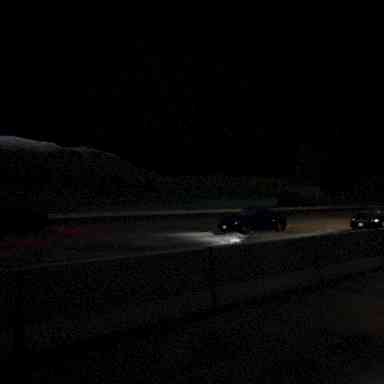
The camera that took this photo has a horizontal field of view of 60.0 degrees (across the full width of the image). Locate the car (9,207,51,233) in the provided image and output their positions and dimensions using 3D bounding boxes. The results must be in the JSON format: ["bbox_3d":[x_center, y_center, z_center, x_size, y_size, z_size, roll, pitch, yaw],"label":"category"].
[{"bbox_3d":[-10.242,1.539,18.167,4.674,1.442,1.812,1,0,-36],"label":"car"}]

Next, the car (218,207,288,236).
[{"bbox_3d":[3.668,1.642,19.485,4.674,1.442,1.812,1,0,-36],"label":"car"}]

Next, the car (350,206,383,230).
[{"bbox_3d":[11.980,1.674,21.066,4.902,1.511,2.128,1,0,-35],"label":"car"}]

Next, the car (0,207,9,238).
[{"bbox_3d":[-10.411,1.344,13.762,4.553,1.767,2.097,1,0,-35],"label":"car"}]
